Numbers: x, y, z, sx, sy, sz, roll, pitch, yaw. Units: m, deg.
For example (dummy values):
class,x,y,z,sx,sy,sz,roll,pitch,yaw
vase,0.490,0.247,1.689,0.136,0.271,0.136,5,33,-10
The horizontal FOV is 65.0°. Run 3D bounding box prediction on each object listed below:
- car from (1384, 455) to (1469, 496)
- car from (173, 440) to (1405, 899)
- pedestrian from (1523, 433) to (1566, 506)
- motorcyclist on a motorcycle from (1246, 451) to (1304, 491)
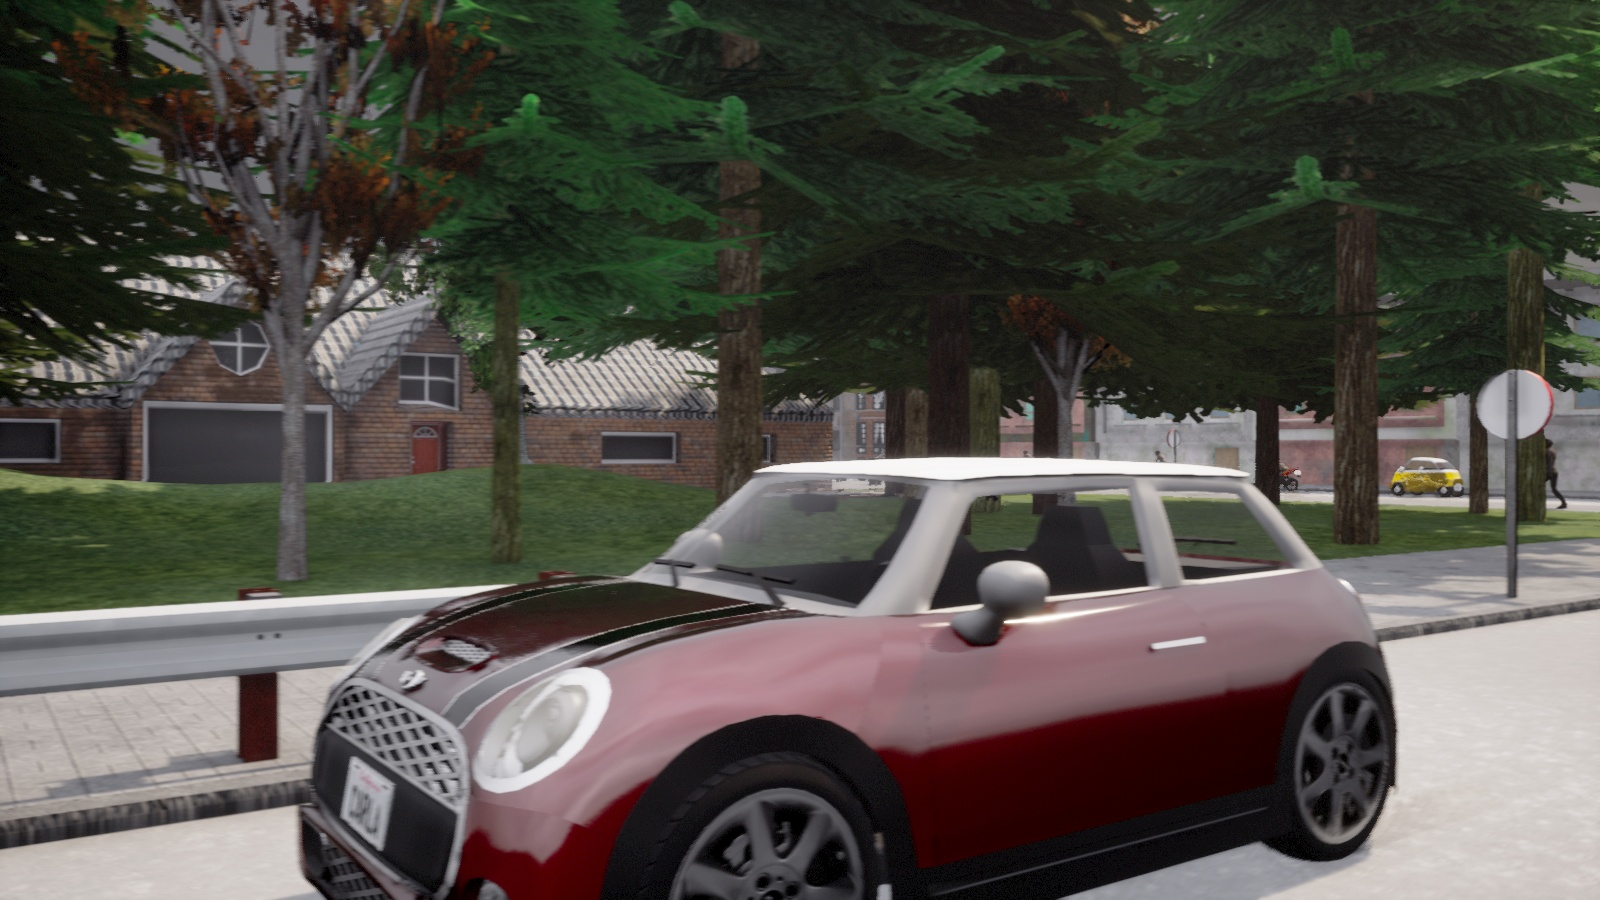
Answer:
class,x,y,z,sx,sy,sz,roll,pitch,yaw
car,21.806,0.855,43.768,1.481,1.376,2.207,0,0,-34
car,0.098,0.720,4.336,3.806,1.475,1.970,0,0,-35
pedestrian,18.794,0.488,31.695,0.328,1.805,0.869,0,0,-34
motorcyclist on a motorcycle,18.412,0.802,48.713,0.797,1.523,2.044,0,0,-35
